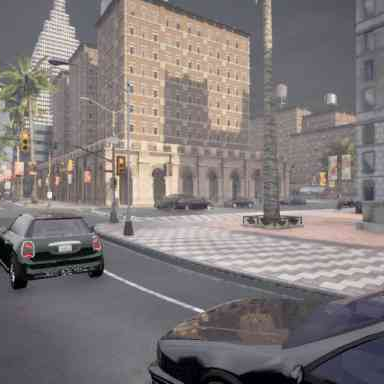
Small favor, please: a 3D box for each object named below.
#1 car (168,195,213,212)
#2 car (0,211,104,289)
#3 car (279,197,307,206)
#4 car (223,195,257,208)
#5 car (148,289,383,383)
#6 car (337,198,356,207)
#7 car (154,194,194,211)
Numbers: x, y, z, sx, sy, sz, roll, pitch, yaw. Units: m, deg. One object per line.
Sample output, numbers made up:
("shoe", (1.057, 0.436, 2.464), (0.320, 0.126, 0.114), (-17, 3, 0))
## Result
("car", (0.170, 1.477, 38.982), (5.008, 1.535, 1.882), (0, 0, -33))
("car", (-4.247, 1.352, 9.553), (2.097, 1.767, 4.553), (0, 0, -36))
("car", (16.202, 1.547, 53.862), (5.357, 1.411, 2.033), (0, 0, -33))
("car", (6.669, 1.505, 47.633), (4.892, 1.490, 1.837), (0, 0, -33))
("car", (2.135, 1.547, 2.552), (5.357, 1.411, 2.033), (0, 0, 37))
("car", (24.177, 1.601, 50.529), (4.718, 1.301, 1.895), (0, 0, -34))
("car", (-2.037, 1.221, 41.942), (5.566, 2.045, 2.150), (0, 0, -33))
